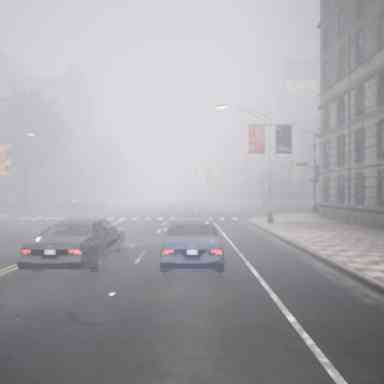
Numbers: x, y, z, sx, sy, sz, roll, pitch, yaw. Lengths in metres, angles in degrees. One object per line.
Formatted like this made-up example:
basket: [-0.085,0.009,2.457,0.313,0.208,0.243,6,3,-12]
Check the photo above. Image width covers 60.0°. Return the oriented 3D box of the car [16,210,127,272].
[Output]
car: [-3.491,1.525,10.688,2.033,1.411,5.357,0,0,0]

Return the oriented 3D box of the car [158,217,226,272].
car: [0.009,1.525,10.686,2.033,1.411,5.357,0,0,0]

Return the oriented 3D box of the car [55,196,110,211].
car: [-12.516,1.460,37.621,5.357,1.411,2.033,0,0,0]
